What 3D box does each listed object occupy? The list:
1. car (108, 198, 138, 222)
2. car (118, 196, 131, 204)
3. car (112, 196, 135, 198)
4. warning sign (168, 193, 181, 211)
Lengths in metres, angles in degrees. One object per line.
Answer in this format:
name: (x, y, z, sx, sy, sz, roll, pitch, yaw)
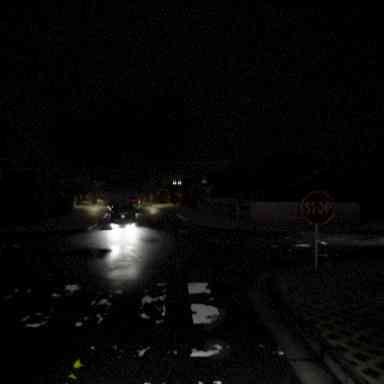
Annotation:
car: (-5.429, 1.499, 26.408, 2.128, 1.511, 4.902, 0, 0, -10)
car: (-13.354, 1.489, 65.823, 2.128, 1.511, 4.902, 0, 0, -16)
car: (-7.894, 1.488, 38.022, 1.882, 1.535, 5.008, 0, 0, -14)
warning sign: (-1.950, 1.099, 36.806, 1.300, 1.860, 1.060, 1, 1, -13)
